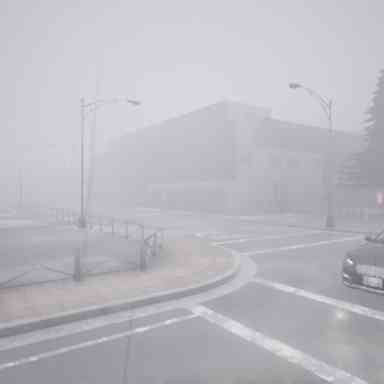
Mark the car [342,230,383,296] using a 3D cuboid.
[{"bbox_3d":[5.526,1.485,7.932,4.902,1.511,2.128,0,0,-35],"label":"car"}]
